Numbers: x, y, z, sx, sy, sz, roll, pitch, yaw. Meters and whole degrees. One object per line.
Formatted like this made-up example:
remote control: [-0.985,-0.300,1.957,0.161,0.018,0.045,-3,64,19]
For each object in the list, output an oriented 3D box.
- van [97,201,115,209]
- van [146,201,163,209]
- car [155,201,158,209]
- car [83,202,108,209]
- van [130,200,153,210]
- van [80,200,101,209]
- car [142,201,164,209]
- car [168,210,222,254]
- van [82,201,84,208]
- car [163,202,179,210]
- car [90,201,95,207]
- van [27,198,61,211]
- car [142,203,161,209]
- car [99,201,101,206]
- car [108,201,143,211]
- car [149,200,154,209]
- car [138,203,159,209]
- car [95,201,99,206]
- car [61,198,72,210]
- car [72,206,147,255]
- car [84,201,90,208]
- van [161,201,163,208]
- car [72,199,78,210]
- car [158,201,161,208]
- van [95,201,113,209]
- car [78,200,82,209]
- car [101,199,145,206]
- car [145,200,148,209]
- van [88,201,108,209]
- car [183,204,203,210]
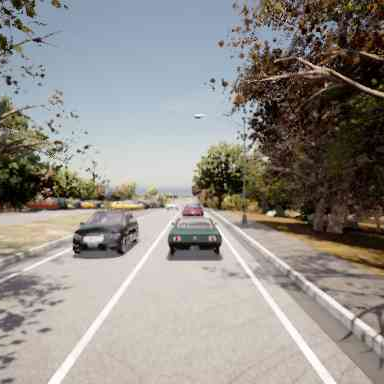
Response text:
van: [-23.555,3.616,91.065,4.442,1.987,1.878,0,-3,0]
van: [-10.242,3.594,90.921,4.442,1.987,1.878,0,-3,0]
car: [-10.365,2.957,71.514,5.008,1.535,2.097,0,-2,0]
car: [-23.254,3.318,80.005,5.366,1.575,1.946,0,-2,0]
van: [-10.476,2.617,68.749,4.442,1.987,1.878,0,-2,0]
van: [-23.556,2.981,77.245,4.442,1.987,1.878,0,-2,0]
car: [-10.388,3.410,88.151,5.566,2.045,2.435,0,-3,0]
car: [0.095,1.642,13.590,1.895,1.301,4.718,0,0,0]
van: [-23.556,2.408,63.406,4.442,1.987,1.878,0,-2,0]
car: [-3.327,2.389,56.470,1.812,1.442,4.674,0,-2,1]
car: [-23.434,2.858,68.807,5.008,1.535,2.097,0,-2,0]
van: [-23.558,1.970,52.215,4.442,1.987,1.878,0,-2,0]
car: [-10.388,3.561,85.388,4.792,1.488,2.163,0,-3,0]
car: [-23.433,3.093,74.468,4.892,1.521,2.231,0,-2,0]
car: [-10.366,2.180,52.104,4.892,1.521,2.231,0,-2,0]
car: [-10.332,2.247,60.429,5.566,2.045,2.435,0,-2,0]
car: [-10.362,3.342,79.834,4.674,1.452,2.002,0,-2,0]
car: [-23.434,2.978,71.700,5.008,1.535,2.097,0,-2,0]
car: [-23.468,2.047,55.106,5.566,2.045,2.435,0,-2,0]
car: [-3.355,1.536,13.700,2.128,1.511,4.902,0,0,0]
car: [-23.408,2.623,66.169,4.553,1.767,2.185,0,-2,0]
van: [-10.243,3.191,82.618,4.442,1.987,1.878,0,-2,0]
car: [-23.255,2.403,57.863,5.366,1.575,1.946,0,-2,0]
car: [-10.329,3.216,77.059,4.792,1.488,2.163,0,-2,0]
van: [-23.323,3.449,88.166,4.442,1.987,1.878,0,-3,0]
car: [-23.433,2.520,60.628,4.892,1.521,2.231,0,-2,0]
car: [-10.175,2.085,49.337,5.366,1.575,1.946,0,-2,0]
car: [-10.366,2.278,54.874,5.008,1.535,2.097,0,-2,0]
van: [-23.322,3.210,82.780,4.442,1.987,1.878,0,-2,0]
car: [0.084,1.760,31.012,1.994,1.385,4.181,0,-1,0]
